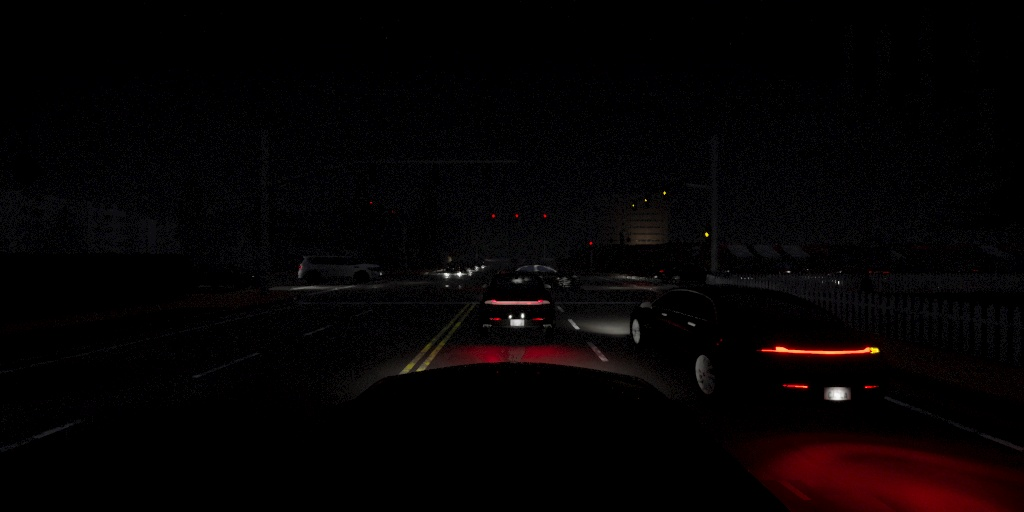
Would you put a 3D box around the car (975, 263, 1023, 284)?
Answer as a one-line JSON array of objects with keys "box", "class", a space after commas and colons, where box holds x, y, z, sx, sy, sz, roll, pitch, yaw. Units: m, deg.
[{"box": [37.186, 1.254, 26.567, 4.892, 1.490, 1.837, 0, 0, -1], "class": "car"}]

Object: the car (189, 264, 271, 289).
[{"box": [-17.676, 1.240, 22.215, 4.902, 1.511, 2.128, 0, 0, -2], "class": "car"}]

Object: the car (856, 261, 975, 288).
[{"box": [25.566, 1.241, 22.849, 4.902, 1.511, 2.128, 0, 0, -1], "class": "car"}]

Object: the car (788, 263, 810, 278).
[{"box": [24.670, 1.297, 33.534, 5.357, 1.411, 2.033, 0, 0, -1], "class": "car"}]

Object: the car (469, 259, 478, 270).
[{"box": [-6.759, 1.275, 54.093, 1.812, 1.442, 4.674, 0, 0, 1], "class": "car"}]

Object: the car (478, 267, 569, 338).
[{"box": [0.133, 1.241, 10.243, 2.128, 1.511, 4.902, 0, 0, 0], "class": "car"}]

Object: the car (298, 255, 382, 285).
[{"box": [-12.440, 0.971, 26.147, 5.566, 2.045, 2.150, 0, 0, -7], "class": "car"}]

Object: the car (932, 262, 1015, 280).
[{"box": [38.885, 1.275, 30.282, 4.674, 1.442, 1.812, 0, 0, -1], "class": "car"}]

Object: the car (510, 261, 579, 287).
[{"box": [1.723, 1.241, 22.509, 4.902, 1.511, 2.128, 0, 0, 0], "class": "car"}]

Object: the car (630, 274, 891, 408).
[{"box": [3.588, 1.255, 6.337, 1.837, 1.490, 4.892, 0, 0, 1], "class": "car"}]

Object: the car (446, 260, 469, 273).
[{"box": [-6.830, 1.254, 44.270, 1.837, 1.490, 4.892, 0, 0, 0], "class": "car"}]

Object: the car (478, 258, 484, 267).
[{"box": [-6.653, 1.313, 64.136, 1.994, 1.385, 4.181, 0, 0, 1], "class": "car"}]

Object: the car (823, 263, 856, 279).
[{"box": [28.885, 1.275, 30.102, 4.674, 1.442, 1.812, 0, 0, -1], "class": "car"}]

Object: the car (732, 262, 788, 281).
[{"box": [19.625, 1.241, 29.938, 4.902, 1.511, 2.128, 0, 0, -1], "class": "car"}]

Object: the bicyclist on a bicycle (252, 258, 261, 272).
[{"box": [-26.163, 1.050, 36.762, 0.582, 1.620, 1.656, 0, 0, -3], "class": "bicyclist on a bicycle"}]

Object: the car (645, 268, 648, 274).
[{"box": [14.931, 1.254, 33.416, 4.892, 1.490, 1.837, 0, 0, 1], "class": "car"}]

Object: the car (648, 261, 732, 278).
[{"box": [12.881, 1.254, 26.125, 4.892, 1.490, 1.837, 0, 0, -1], "class": "car"}]
